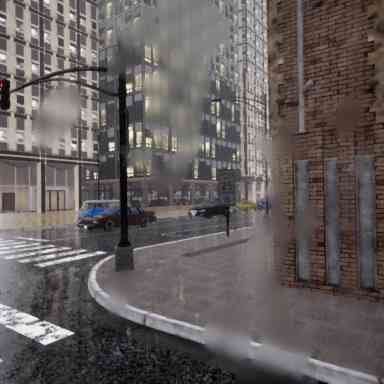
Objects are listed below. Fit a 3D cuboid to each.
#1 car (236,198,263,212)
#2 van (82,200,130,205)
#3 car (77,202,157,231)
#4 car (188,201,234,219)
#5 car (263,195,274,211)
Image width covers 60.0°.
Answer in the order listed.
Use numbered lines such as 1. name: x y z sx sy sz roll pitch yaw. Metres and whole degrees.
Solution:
1. car: 6.752 1.689 41.430 1.752 1.417 4.829 -2 -1 36
2. van: -6.070 1.460 23.512 1.690 1.788 3.998 -2 -1 36
3. car: -4.551 1.614 21.177 2.033 1.411 5.357 -1 -1 36
4. car: 1.553 1.579 29.706 2.128 1.511 4.902 -1 -1 36
5. car: 10.158 1.340 41.705 2.150 2.045 5.566 -1 -1 36
